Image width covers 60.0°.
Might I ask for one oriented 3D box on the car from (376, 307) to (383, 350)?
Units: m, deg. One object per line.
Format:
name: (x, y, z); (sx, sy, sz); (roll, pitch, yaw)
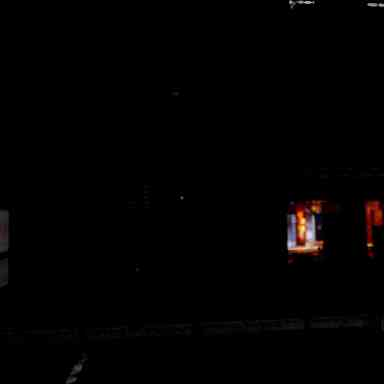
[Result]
car: (4.833, 1.684, 4.543); (4.403, 1.369, 2.008); (-1, -3, -5)
